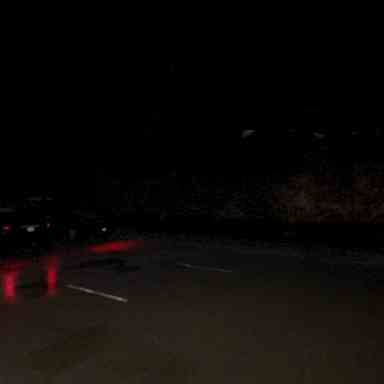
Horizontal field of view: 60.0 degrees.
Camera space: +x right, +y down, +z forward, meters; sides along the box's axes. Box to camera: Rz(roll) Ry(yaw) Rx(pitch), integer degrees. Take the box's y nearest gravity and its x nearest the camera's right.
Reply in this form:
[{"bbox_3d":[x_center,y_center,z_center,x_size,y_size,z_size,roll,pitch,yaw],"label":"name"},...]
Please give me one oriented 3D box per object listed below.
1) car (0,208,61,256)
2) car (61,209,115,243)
[{"bbox_3d":[-7.785,1.444,13.736,4.553,1.767,2.097,0,0,36],"label":"car"},{"bbox_3d":[-6.068,1.572,16.814,5.008,1.535,1.882,0,0,36],"label":"car"}]
